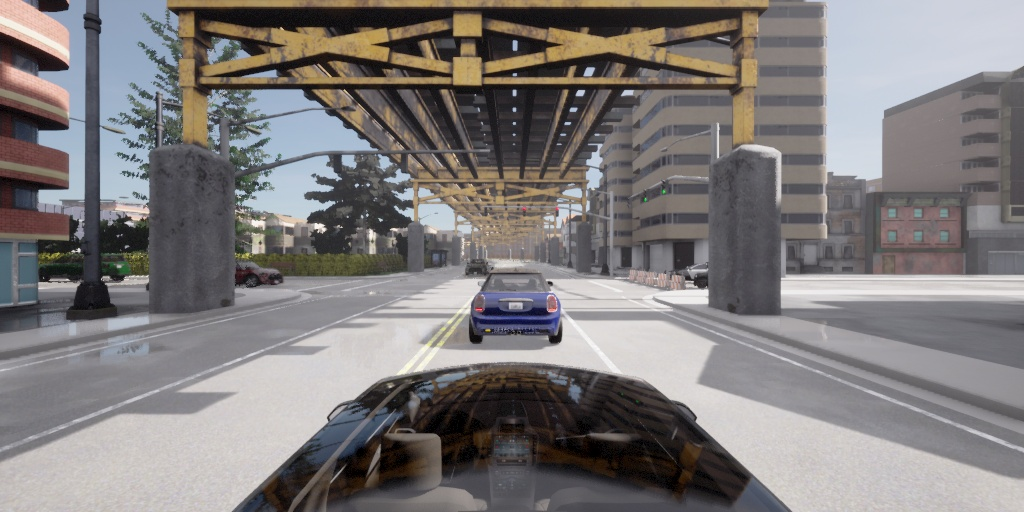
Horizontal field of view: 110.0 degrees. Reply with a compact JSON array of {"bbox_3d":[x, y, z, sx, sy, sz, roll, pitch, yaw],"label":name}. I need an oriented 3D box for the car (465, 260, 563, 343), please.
[{"bbox_3d":[0.100,1.093,9.843,2.097,1.767,4.553,0,0,1],"label":"car"}]

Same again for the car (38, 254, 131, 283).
[{"bbox_3d":[-31.423,0.872,26.260,5.566,2.045,2.150,0,0,0],"label":"car"}]

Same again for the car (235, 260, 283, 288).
[{"bbox_3d":[-16.971,1.040,22.448,4.553,1.767,2.097,0,0,0],"label":"car"}]

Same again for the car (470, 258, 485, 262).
[{"bbox_3d":[-3.503,1.050,36.789,2.097,1.767,4.553,0,0,1],"label":"car"}]

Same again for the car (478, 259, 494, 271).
[{"bbox_3d":[-3.440,1.208,48.646,1.812,1.442,4.674,0,0,0],"label":"car"}]
